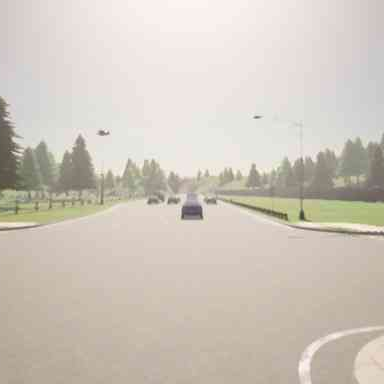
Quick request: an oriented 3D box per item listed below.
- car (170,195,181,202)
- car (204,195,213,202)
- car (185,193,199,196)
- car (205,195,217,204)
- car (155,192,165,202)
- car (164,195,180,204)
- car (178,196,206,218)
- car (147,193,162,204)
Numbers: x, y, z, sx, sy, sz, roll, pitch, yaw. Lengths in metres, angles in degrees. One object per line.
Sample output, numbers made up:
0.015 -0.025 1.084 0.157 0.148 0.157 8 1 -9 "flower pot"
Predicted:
-3.504 1.388 70.857 1.994 1.385 4.181 0 0 0 "car"
3.496 1.359 70.857 1.812 1.442 4.674 0 0 0 "car"
-0.003 1.158 60.467 2.150 2.045 5.566 0 0 0 "car"
3.497 1.429 60.438 2.128 1.511 4.902 0 0 0 "car"
-7.004 1.060 70.886 2.150 2.045 5.566 0 0 0 "car"
-3.503 1.442 60.437 1.837 1.490 4.892 0 0 0 "car"
-0.001 1.447 29.829 1.882 1.535 5.008 0 0 0 "car"
-7.003 1.442 60.437 1.837 1.490 4.892 0 0 0 "car"
